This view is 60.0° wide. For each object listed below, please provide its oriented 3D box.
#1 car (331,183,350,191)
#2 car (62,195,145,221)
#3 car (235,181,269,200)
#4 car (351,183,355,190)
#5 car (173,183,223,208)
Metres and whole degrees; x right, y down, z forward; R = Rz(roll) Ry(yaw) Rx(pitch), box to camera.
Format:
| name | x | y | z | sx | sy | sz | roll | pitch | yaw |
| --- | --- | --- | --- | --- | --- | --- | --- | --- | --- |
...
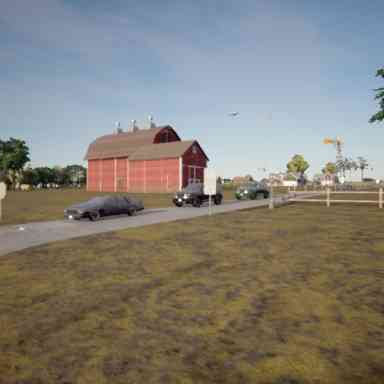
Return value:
| name | x | y | z | sx | sy | sz | roll | pitch | yaw |
| --- | --- | --- | --- | --- | --- | --- | --- | --- | --- |
| car | 27.137 | -0.873 | 61.550 | 2.033 | 1.411 | 5.357 | 0 | 2 | 35 |
| car | -5.335 | 0.923 | 20.981 | 2.033 | 1.411 | 5.357 | 0 | 2 | 35 |
| car | 6.994 | -0.178 | 38.288 | 2.150 | 2.045 | 5.566 | 0 | 2 | 36 |
| car | 33.168 | -1.227 | 70.192 | 1.837 | 1.490 | 4.892 | 0 | 2 | 35 |
| car | 0.643 | 0.215 | 29.379 | 2.150 | 2.045 | 5.566 | 0 | 2 | 36 |
